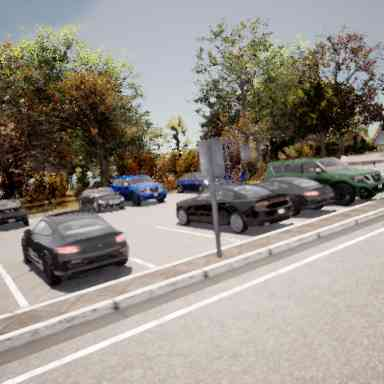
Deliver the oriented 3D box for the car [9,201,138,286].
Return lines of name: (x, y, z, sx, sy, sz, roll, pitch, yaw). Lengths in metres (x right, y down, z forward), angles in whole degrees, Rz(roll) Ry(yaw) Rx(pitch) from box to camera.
car: (-3.261, 1.241, 8.876, 2.002, 1.452, 4.674, -9, 6, -35)

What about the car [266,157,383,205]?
car: (5.803, -0.572, 15.389, 2.435, 2.045, 5.566, -10, 6, -35)

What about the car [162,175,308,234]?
car: (1.276, 0.442, 12.149, 2.097, 1.535, 5.008, -10, 6, -35)

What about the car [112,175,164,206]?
car: (-3.999, -0.169, 23.820, 2.435, 2.045, 5.566, -10, 6, -35)

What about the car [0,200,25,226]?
car: (-10.688, 1.205, 19.014, 2.231, 1.521, 4.892, -10, 6, -35)

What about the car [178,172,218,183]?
car: (0.677, -0.835, 27.154, 2.185, 1.767, 4.553, -9, 5, -36)

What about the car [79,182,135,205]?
car: (-6.160, 0.445, 22.302, 2.231, 1.521, 4.892, -10, 6, -35)

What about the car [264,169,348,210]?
car: (3.550, 0.099, 13.794, 2.002, 1.452, 4.674, -10, 6, -35)
